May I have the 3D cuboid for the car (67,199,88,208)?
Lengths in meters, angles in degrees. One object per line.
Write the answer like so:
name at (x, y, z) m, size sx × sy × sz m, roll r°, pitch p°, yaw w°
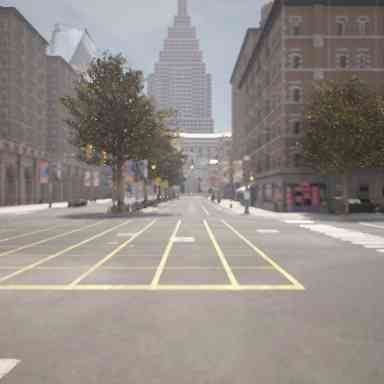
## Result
car at (-18.249, 1.773, 53.152) m, size 1.895 × 1.301 × 4.718 m, roll 0°, pitch 0°, yaw 0°
